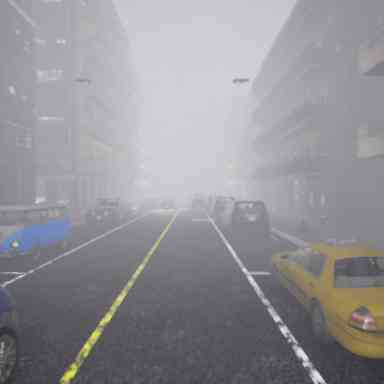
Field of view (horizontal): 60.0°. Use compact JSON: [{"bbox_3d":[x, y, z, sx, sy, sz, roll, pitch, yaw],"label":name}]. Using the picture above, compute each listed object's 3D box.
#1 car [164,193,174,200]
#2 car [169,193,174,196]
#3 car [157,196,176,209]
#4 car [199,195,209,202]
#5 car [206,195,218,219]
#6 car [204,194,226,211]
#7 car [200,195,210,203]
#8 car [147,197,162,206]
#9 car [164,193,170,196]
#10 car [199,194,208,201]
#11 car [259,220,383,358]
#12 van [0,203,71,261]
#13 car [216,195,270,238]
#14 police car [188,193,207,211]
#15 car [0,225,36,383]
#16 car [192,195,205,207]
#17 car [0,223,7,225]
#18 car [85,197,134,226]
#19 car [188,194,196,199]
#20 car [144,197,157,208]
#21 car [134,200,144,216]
[{"bbox_3d":[-5.704,1.107,84.498,2.192,1.841,5.009,-1,0,0],"label":"car"},{"bbox_3d":[-5.701,1.369,73.295,2.008,1.369,4.403,-1,0,0],"label":"car"},{"bbox_3d":[-3.087,1.492,43.349,1.895,1.301,4.718,0,0,0],"label":"car"},{"bbox_3d":[2.679,1.384,73.266,1.947,1.339,4.313,-1,0,0],"label":"car"},{"bbox_3d":[2.676,1.243,28.450,2.192,1.841,5.009,-1,0,0],"label":"car"},{"bbox_3d":[2.677,1.215,39.654,2.192,1.841,5.009,-1,0,0],"label":"car"},{"bbox_3d":[2.679,1.357,67.834,1.752,1.417,4.829,-1,0,0],"label":"car"},{"bbox_3d":[-5.700,1.455,50.887,1.802,1.307,4.206,-1,0,0],"label":"car"},{"bbox_3d":[-5.701,1.396,62.091,2.008,1.369,4.403,-1,0,0],"label":"car"},{"bbox_3d":[2.677,1.245,78.868,1.967,1.590,4.097,-1,0,0],"label":"car"},{"bbox_3d":[2.680,1.509,6.212,1.752,1.417,4.829,-1,0,0],"label":"car"},{"bbox_3d":[-5.670,1.311,11.672,1.690,1.788,3.998,-1,0,0],"label":"van"},{"bbox_3d":[2.677,1.271,17.245,2.192,1.841,5.009,-1,0,0],"label":"car"},{"bbox_3d":[0.797,1.327,39.401,1.930,1.638,5.238,0,0,0],"label":"police car"},{"bbox_3d":[-3.100,1.346,2.030,2.097,1.767,4.553,0,0,0],"label":"car"},{"bbox_3d":[0.899,1.332,49.475,1.801,1.575,5.366,0,0,0],"label":"car"},{"bbox_3d":[-5.667,1.535,6.070,2.008,1.369,4.403,-1,0,0],"label":"car"},{"bbox_3d":[-5.693,1.257,22.876,2.192,1.841,5.009,-1,0,0],"label":"car"},{"bbox_3d":[-0.001,1.156,85.920,1.994,1.385,4.181,0,0,0],"label":"car"},{"bbox_3d":[-5.700,1.468,45.285,1.802,1.307,4.206,-1,0,0],"label":"car"},{"bbox_3d":[-5.708,1.479,28.479,2.008,1.369,4.403,-1,0,0],"label":"car"}]
